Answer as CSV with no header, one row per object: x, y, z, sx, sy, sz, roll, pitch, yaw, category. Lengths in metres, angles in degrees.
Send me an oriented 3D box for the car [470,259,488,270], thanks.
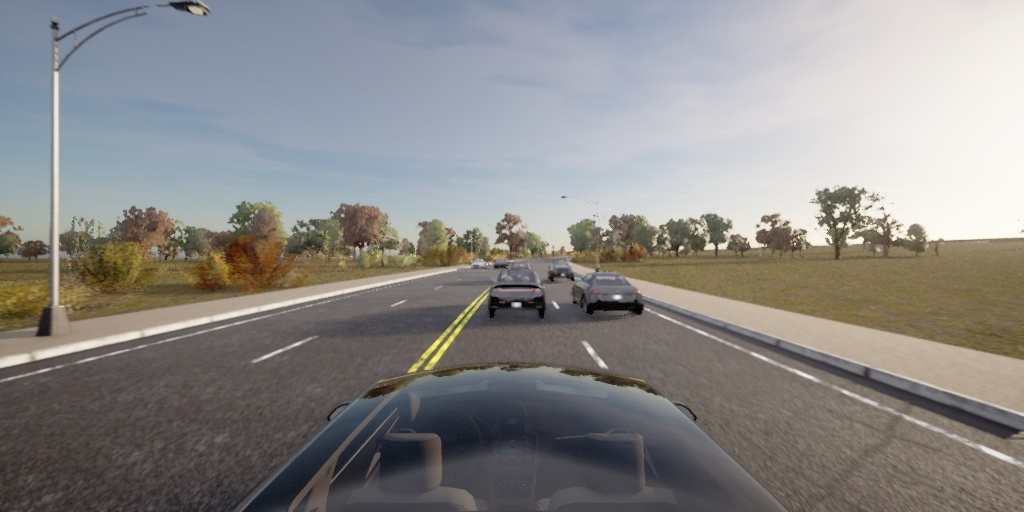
-4.743,1.172,51.355,1.812,1.442,4.674,0,0,4,car

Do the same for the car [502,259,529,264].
0.631,1.195,28.237,2.128,1.511,4.902,0,0,3,car

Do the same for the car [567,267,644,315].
3.462,1.296,13.623,1.994,1.385,4.181,0,0,1,car

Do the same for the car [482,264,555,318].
0.194,1.223,12.992,2.128,1.511,4.902,0,0,1,car

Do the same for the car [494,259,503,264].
-1.512,1.126,50.999,1.882,1.535,5.008,0,0,4,car

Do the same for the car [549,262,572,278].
3.923,1.228,29.120,1.812,1.442,4.674,0,0,2,car
